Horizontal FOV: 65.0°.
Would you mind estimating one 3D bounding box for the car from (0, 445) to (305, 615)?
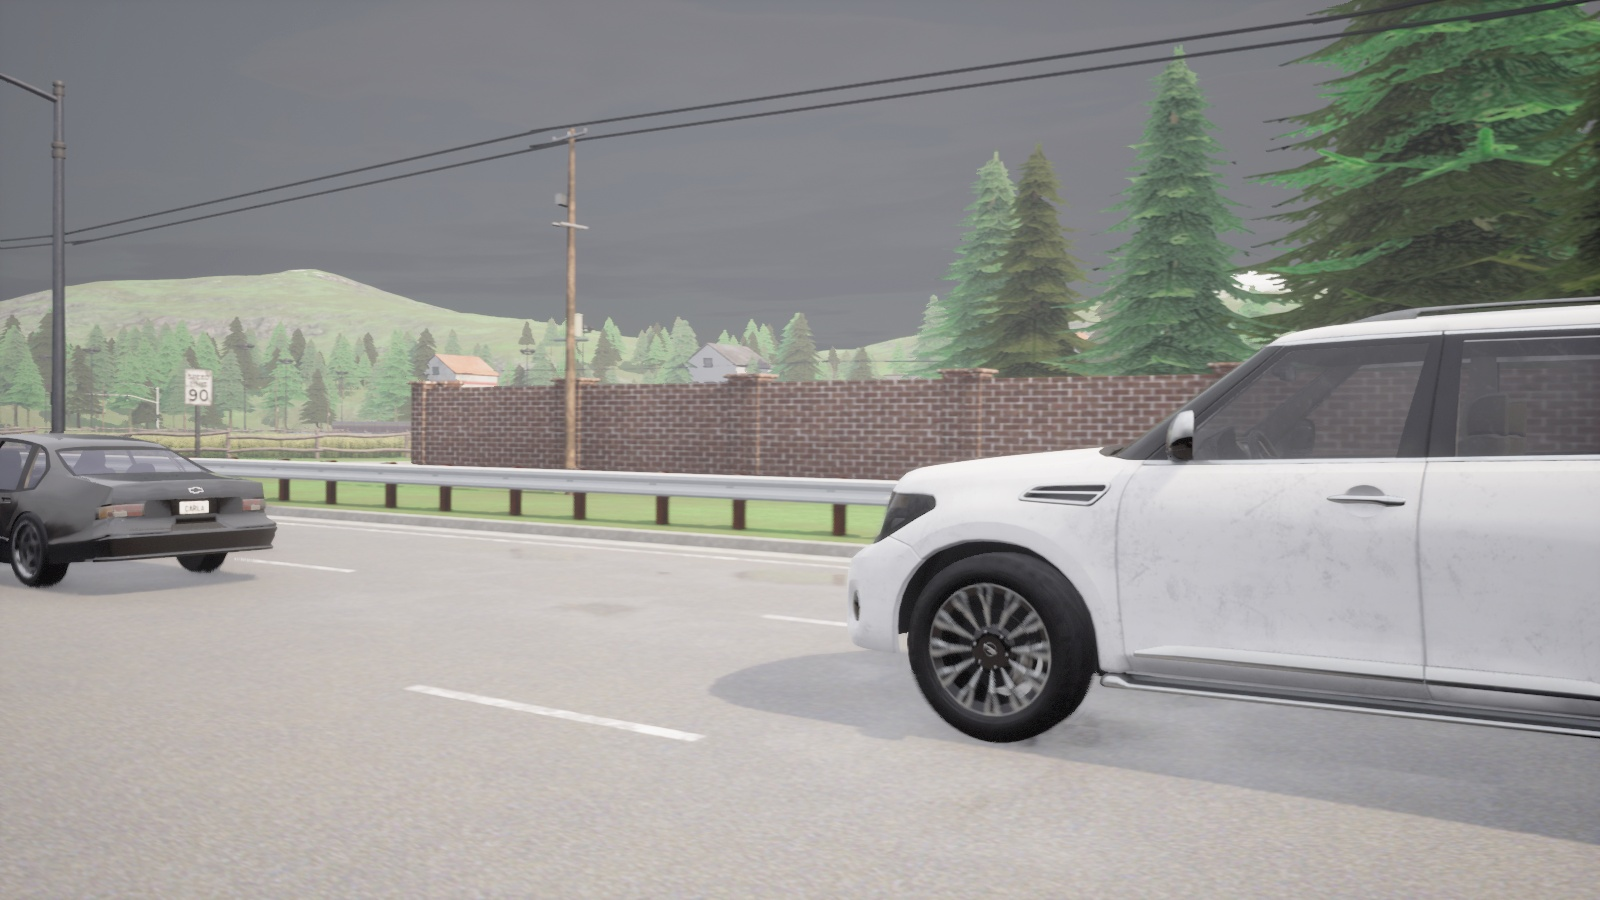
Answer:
[{"bbox_3d":[-7.633,0.672,12.897,5.357,1.411,2.033,0,1,34],"label":"car"}]

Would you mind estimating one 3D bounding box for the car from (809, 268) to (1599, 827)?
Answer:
[{"bbox_3d":[2.971,0.343,5.846,5.566,2.045,2.150,0,1,34],"label":"car"}]
